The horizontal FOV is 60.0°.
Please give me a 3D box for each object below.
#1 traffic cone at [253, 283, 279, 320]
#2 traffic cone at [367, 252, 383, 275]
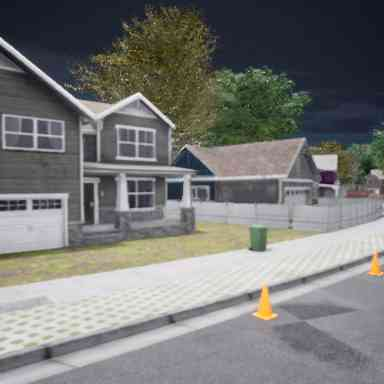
[{"bbox_3d":[1.353,1.977,6.115,0.340,0.580,0.340,0,0,-39],"label":"traffic cone"},{"bbox_3d":[5.100,1.973,9.248,0.340,0.580,0.340,0,0,-41],"label":"traffic cone"}]
